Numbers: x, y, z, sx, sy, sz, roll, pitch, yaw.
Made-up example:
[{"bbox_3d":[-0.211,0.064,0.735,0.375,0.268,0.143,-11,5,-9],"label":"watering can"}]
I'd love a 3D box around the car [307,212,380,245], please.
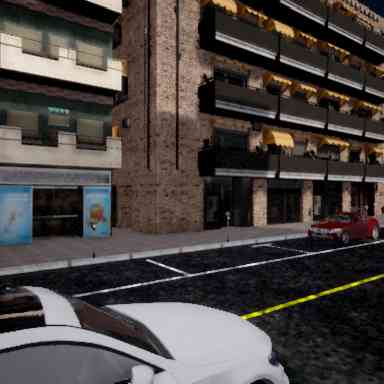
[{"bbox_3d":[7.172,1.583,15.538,4.206,1.307,1.802,0,0,-35],"label":"car"}]

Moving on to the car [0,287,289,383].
[{"bbox_3d":[-1.286,1.525,2.516,4.674,1.442,1.812,0,0,-35],"label":"car"}]
